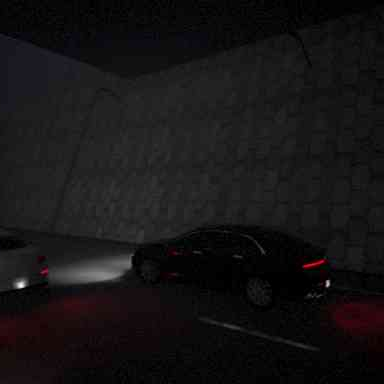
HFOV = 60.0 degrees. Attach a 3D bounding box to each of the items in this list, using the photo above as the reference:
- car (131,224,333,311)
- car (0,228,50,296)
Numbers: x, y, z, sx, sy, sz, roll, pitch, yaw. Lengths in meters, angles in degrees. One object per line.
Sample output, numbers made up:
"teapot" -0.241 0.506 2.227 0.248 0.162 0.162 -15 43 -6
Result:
"car" 0.675 1.521 7.850 4.892 1.490 1.837 0 0 36
"car" -5.171 1.559 7.792 4.674 1.442 1.812 0 0 36
